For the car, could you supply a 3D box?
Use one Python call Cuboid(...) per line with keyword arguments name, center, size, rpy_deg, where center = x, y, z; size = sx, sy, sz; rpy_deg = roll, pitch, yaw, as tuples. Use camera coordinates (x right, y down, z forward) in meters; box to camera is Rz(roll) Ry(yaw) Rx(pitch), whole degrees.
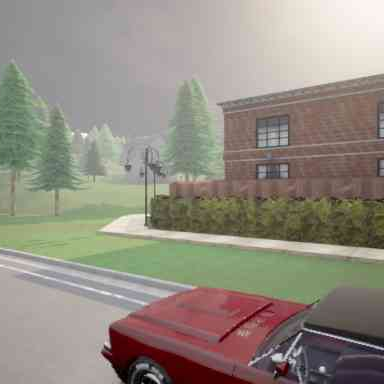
Cuboid(name="car", center=(1.355, 1.601, 3.020), size=(4.718, 1.301, 1.895), rpy_deg=(0, 0, 36))
